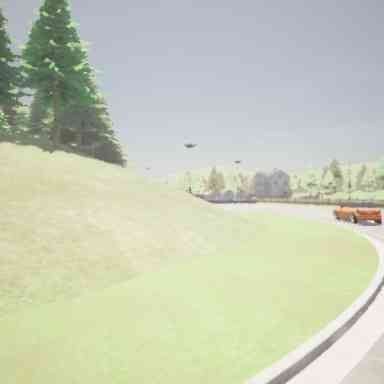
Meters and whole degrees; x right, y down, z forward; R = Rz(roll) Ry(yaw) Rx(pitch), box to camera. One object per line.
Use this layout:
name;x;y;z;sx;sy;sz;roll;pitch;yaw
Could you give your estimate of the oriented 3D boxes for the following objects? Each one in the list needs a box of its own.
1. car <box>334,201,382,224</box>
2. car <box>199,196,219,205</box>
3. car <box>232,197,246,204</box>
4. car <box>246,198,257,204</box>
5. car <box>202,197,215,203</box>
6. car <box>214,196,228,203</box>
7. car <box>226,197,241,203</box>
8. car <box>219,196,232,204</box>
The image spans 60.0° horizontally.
car;13.173;1.536;26.760;2.097;1.767;4.553;0;0;2
car;3.875;2.104;77.273;1.882;1.535;5.008;0;0;-16
car;10.483;2.221;79.627;1.895;1.301;4.718;0;0;-16
car;13.970;2.143;80.161;2.128;1.511;4.902;0;0;-16
car;4.374;2.110;88.254;1.994;1.385;4.181;0;0;-16
car;7.746;1.910;89.189;2.097;1.767;4.553;0;0;-16
car;11.104;2.092;90.180;2.033;1.411;5.357;0;0;-16
car;7.126;2.152;78.636;1.812;1.442;4.674;0;0;-16
